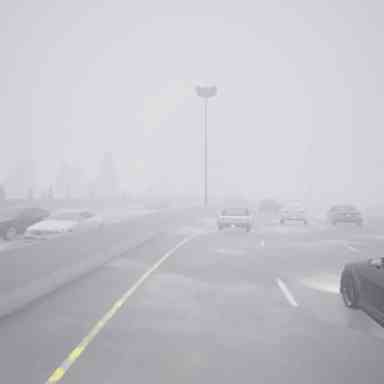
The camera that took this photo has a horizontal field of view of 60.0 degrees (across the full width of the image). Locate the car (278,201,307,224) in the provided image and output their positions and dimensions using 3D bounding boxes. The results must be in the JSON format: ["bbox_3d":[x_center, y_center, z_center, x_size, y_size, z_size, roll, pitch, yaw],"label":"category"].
[{"bbox_3d":[7.810,1.580,25.593,1.812,1.442,4.674,0,0,17],"label":"car"}]

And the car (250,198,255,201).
[{"bbox_3d":[10.893,1.720,55.678,1.812,1.442,4.674,0,0,35],"label":"car"}]

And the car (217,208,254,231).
[{"bbox_3d":[2.840,1.632,20.880,1.895,1.301,4.718,0,0,14],"label":"car"}]

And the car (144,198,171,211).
[{"bbox_3d":[-4.364,1.600,42.922,1.837,1.490,4.892,0,0,25],"label":"car"}]

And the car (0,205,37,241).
[{"bbox_3d":[-8.868,1.464,16.922,1.882,1.535,5.008,0,0,10],"label":"car"}]

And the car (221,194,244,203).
[{"bbox_3d":[6.929,1.412,56.081,2.150,2.045,5.566,0,-1,34],"label":"car"}]

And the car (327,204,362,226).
[{"bbox_3d":[10.931,1.605,24.061,2.033,1.411,5.357,0,0,17],"label":"car"}]

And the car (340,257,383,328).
[{"bbox_3d":[3.940,1.581,5.171,1.994,1.385,4.181,0,0,4],"label":"car"}]

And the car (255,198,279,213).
[{"bbox_3d":[9.240,1.452,38.575,2.097,1.767,4.553,0,0,25],"label":"car"}]

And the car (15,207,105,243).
[{"bbox_3d":[-5.606,1.520,15.301,1.812,1.442,4.674,0,0,10],"label":"car"}]
